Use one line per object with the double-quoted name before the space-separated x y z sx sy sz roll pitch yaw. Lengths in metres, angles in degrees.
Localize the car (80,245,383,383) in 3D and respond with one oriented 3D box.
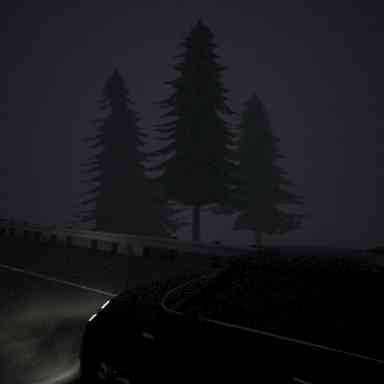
"car" 0.941 1.351 3.335 4.553 1.767 2.097 0 0 35
